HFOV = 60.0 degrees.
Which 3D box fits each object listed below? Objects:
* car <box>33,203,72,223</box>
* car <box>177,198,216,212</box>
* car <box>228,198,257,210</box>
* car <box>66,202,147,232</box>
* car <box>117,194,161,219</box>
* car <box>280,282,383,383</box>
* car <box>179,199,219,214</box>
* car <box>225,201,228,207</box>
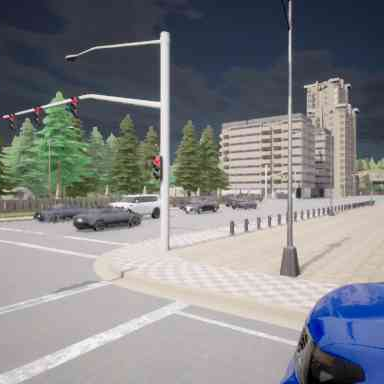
[{"bbox_3d":[-9.999,1.564,25.809,1.994,1.385,4.181,0,0,35],"label":"car"},{"bbox_3d":[0.641,1.547,40.726,2.033,1.411,5.357,0,0,36],"label":"car"},{"bbox_3d":[6.884,1.564,43.426,1.994,1.385,4.181,0,0,36],"label":"car"},{"bbox_3d":[-5.117,1.564,20.353,1.994,1.385,4.181,0,0,36],"label":"car"},{"bbox_3d":[-4.706,1.221,27.203,2.150,2.045,5.566,0,0,35],"label":"car"},{"bbox_3d":[3.299,1.221,1.613,5.566,2.045,2.150,0,0,36],"label":"car"},{"bbox_3d":[1.058,1.491,35.283,2.128,1.511,4.902,0,0,36],"label":"car"},{"bbox_3d":[6.598,1.564,49.021,1.994,1.385,4.181,0,0,36],"label":"car"}]
